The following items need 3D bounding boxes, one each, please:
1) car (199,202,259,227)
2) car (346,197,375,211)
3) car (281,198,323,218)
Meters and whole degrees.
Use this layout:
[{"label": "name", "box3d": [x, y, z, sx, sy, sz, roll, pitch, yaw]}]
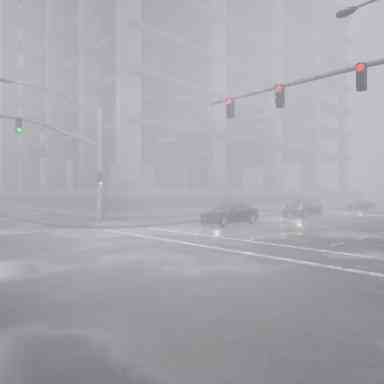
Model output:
[{"label": "car", "box3d": [2.628, 1.478, 23.104, 5.008, 1.535, 1.882, 0, 0, -44]}, {"label": "car", "box3d": [20.204, 1.601, 39.908, 4.718, 1.301, 1.895, 0, 0, -44]}, {"label": "car", "box3d": [10.019, 1.352, 30.175, 4.553, 1.767, 2.097, 0, 0, -44]}]
